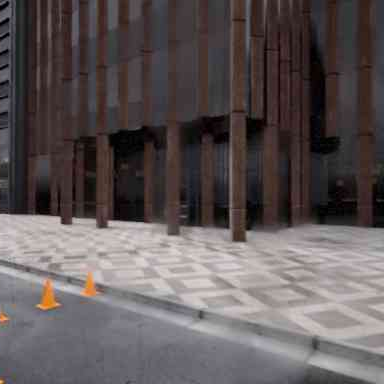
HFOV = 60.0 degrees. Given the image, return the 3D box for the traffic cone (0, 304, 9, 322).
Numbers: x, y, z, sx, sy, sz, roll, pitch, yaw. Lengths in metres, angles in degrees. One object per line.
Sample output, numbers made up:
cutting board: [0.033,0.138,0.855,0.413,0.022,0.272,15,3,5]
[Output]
traffic cone: [-3.487,1.985,5.888,0.340,0.580,0.340,0,0,36]

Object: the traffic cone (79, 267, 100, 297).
traffic cone: [-2.312,2.000,7.506,0.340,0.580,0.340,0,0,36]

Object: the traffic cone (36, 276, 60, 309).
traffic cone: [-2.899,1.993,6.697,0.340,0.580,0.340,0,0,36]

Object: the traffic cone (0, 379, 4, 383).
traffic cone: [-2.456,1.976,3.903,0.340,0.580,0.340,0,0,36]
